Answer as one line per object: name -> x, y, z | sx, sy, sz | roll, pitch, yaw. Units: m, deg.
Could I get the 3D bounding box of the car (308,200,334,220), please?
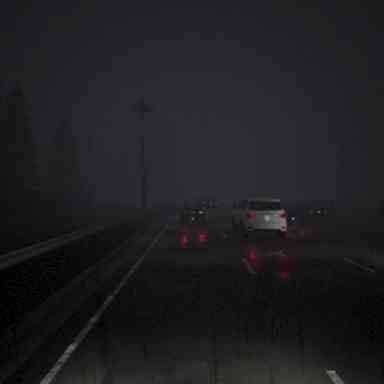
car -> 10.270, 1.716, 29.973 | 2.033, 1.411, 5.357 | 0, 0, -5

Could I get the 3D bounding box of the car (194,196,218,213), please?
car -> 1.601, 1.455, 41.346 | 2.150, 2.045, 5.566 | 1, 0, -13

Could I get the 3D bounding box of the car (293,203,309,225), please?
car -> 6.951, 1.669, 25.499 | 1.812, 1.442, 4.674 | 0, 0, -3

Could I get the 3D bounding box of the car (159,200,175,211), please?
car -> -3.280, 1.824, 46.034 | 1.994, 1.385, 4.181 | 0, 0, -16

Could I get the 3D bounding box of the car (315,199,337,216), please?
car -> 13.145, 1.548, 34.867 | 2.097, 1.767, 4.553 | 0, 0, -7

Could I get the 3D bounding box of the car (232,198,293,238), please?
car -> 3.598, 1.326, 18.609 | 2.150, 2.045, 5.566 | 0, 0, 0

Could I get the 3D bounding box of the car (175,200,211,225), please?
car -> -0.043, 1.635, 25.290 | 2.128, 1.511, 4.902 | 0, 0, -3
